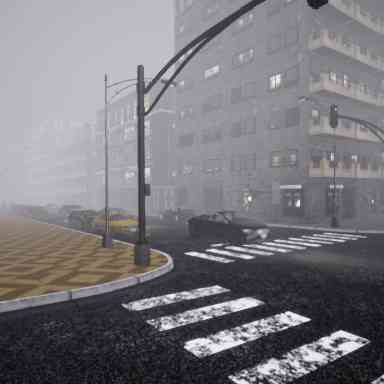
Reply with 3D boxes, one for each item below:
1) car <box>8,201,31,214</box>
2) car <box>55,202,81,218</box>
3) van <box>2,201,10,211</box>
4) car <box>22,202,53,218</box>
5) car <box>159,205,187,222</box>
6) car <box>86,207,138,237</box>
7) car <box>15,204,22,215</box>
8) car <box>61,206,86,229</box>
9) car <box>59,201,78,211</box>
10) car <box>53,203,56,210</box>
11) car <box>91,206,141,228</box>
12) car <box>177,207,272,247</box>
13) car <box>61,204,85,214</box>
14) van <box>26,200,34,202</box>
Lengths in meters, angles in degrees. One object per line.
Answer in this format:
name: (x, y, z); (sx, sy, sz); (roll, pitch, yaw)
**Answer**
car: (-24.939, 2.449, 48.257); (1.887, 1.381, 4.507); (-2, 0, -36)
car: (-13.132, 2.116, 36.590); (1.837, 1.490, 4.892); (-1, -1, -36)
van: (-31.636, 2.433, 57.373); (1.690, 1.788, 3.998); (-2, 0, -36)
car: (-18.247, 2.262, 39.142); (1.887, 1.381, 4.507); (-2, 0, -36)
car: (-1.455, 1.915, 30.430); (2.008, 1.369, 4.403); (-2, 0, -36)
car: (-4.764, 1.865, 20.776); (1.752, 1.417, 4.829); (-2, 0, -36)
car: (-21.592, 2.392, 43.700); (1.802, 1.307, 4.206); (-2, 0, -36)
car: (-8.209, 2.002, 25.470); (1.947, 1.339, 4.313); (-2, 0, -36)
car: (-21.534, 2.366, 57.775); (1.967, 1.590, 4.097); (-2, 0, -36)
car: (-23.805, 2.518, 56.526); (1.994, 1.385, 4.181); (-1, -1, -37)
car: (-6.381, 1.969, 27.379); (2.033, 1.411, 5.357); (-1, -1, -36)
car: (1.673, 1.688, 16.403); (2.128, 1.511, 4.902); (-1, -1, -36)
car: (-16.786, 2.358, 46.959); (1.895, 1.301, 4.718); (-1, -1, -36)
van: (-41.613, 2.831, 85.121); (1.690, 1.788, 3.998); (-2, 0, -36)
